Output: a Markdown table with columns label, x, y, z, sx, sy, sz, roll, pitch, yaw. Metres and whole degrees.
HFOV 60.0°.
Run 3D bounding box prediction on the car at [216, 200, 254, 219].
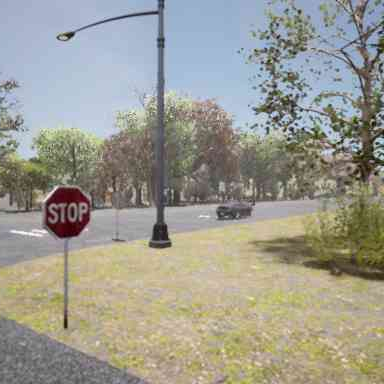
| label | x | y | z | sx | sy | sz | roll | pitch | yaw |
| --- | --- | --- | --- | --- | --- | --- | --- | --- | --- |
| car | 4.052 | 1.663 | 30.752 | 1.837 | 1.490 | 4.892 | 0 | 0 | 36 |

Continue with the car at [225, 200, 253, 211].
| label | x | y | z | sx | sy | sz | roll | pitch | yaw |
| --- | --- | --- | --- | --- | --- | --- | --- | --- | --- |
| car | 6.551 | 1.849 | 46.043 | 1.994 | 1.385 | 4.181 | 0 | 0 | 36 |
